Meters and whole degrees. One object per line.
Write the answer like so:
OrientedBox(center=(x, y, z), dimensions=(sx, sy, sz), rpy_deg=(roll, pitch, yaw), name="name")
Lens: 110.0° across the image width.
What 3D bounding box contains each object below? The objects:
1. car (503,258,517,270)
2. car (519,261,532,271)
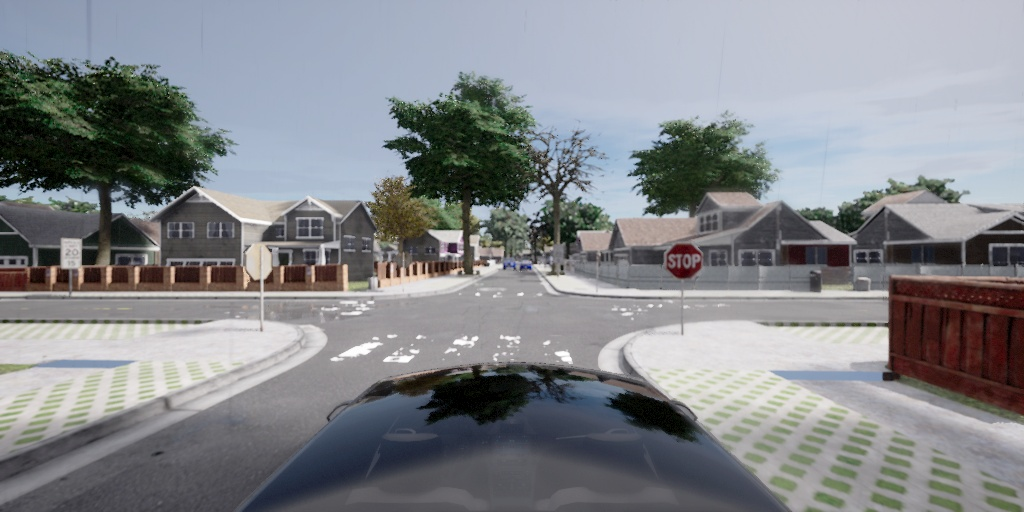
OrientedBox(center=(-0.384, 1.356, 61.868), dimensions=(2.150, 2.045, 5.566), rpy_deg=(0, 0, 2), name="car")
OrientedBox(center=(2.199, 1.586, 57.621), dimensions=(1.882, 1.535, 5.008), rpy_deg=(0, 0, 2), name="car")
